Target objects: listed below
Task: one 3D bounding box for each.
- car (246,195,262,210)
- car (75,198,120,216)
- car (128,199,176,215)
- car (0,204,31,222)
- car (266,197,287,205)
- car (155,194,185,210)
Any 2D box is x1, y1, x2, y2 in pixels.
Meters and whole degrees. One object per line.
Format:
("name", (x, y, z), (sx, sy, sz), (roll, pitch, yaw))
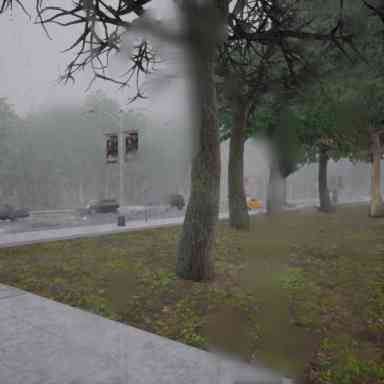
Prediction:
("car", (7.838, 1.551, 45.289), (1.882, 1.535, 5.008), (0, 0, 36))
("car", (-9.235, 1.383, 32.813), (2.097, 1.767, 4.553), (0, 0, 35))
("car", (-4.153, 1.642, 33.998), (1.895, 1.301, 4.718), (0, 0, 36))
("car", (-14.976, 1.563, 24.776), (2.033, 1.411, 5.357), (0, 0, 35))
("car", (13.633, 1.570, 53.488), (1.882, 1.535, 5.008), (0, 0, 36))
("car", (-3.121, 1.270, 41.374), (2.150, 2.045, 5.566), (0, 0, 35))
